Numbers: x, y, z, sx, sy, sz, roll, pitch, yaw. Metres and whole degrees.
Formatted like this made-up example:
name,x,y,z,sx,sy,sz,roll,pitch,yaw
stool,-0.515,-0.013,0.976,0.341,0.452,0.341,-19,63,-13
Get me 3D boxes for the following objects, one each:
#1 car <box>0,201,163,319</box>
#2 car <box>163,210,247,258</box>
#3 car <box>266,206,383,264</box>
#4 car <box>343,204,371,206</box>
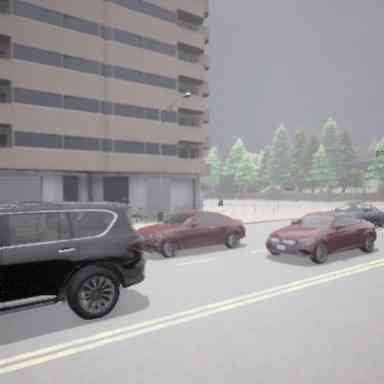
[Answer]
name,x,y,z,sx,sy,sz,roll,pitch,yaw
car,-3.516,1.220,5.777,5.566,2.045,2.150,0,0,-35
car,0.027,1.451,12.596,4.674,1.442,1.812,-1,0,-35
car,4.623,1.419,11.566,4.674,1.442,1.812,-1,0,-35
car,9.418,1.371,19.197,4.181,1.385,1.994,-1,0,-35
